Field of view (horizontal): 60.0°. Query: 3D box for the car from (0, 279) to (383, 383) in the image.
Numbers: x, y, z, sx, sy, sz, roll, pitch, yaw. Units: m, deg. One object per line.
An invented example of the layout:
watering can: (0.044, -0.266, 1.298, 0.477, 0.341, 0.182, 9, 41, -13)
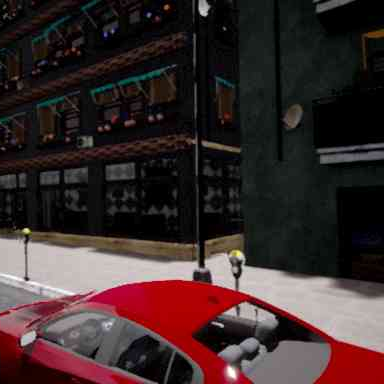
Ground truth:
car: (-0.447, 1.561, 3.209, 4.507, 1.381, 1.887, -1, -1, 36)
